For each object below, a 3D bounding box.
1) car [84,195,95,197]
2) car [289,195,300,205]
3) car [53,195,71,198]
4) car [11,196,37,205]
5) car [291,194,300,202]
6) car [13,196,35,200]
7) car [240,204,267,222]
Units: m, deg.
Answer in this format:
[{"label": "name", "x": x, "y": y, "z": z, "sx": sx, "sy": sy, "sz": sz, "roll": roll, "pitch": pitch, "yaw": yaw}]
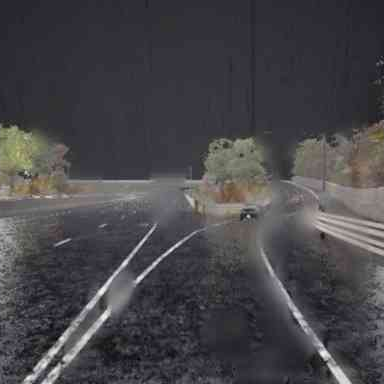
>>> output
[{"label": "car", "x": -23.079, "y": 1.354, "z": 75.358, "sx": 1.837, "sy": 1.490, "sz": 4.892, "roll": 0, "pitch": 0, "yaw": -2}, {"label": "car", "x": 20.976, "y": 1.990, "z": 68.113, "sx": 1.895, "sy": 1.301, "sz": 4.718, "roll": 0, "pitch": 3, "yaw": 19}, {"label": "car", "x": -22.673, "y": 1.438, "z": 59.864, "sx": 1.812, "sy": 1.442, "sz": 4.674, "roll": 0, "pitch": 0, "yaw": -1}, {"label": "car", "x": -29.647, "y": 1.427, "z": 58.801, "sx": 2.033, "sy": 1.411, "sz": 5.357, "roll": 0, "pitch": 0, "yaw": -1}, {"label": "car", "x": 24.200, "y": 1.350, "z": 77.616, "sx": 2.033, "sy": 1.411, "sz": 5.357, "roll": 0, "pitch": 4, "yaw": 17}, {"label": "car", "x": -22.302, "y": 1.395, "z": 43.635, "sx": 2.128, "sy": 1.511, "sz": 4.902, "roll": 0, "pitch": 0, "yaw": -1}, {"label": "car", "x": 5.833, "y": 1.943, "z": 31.451, "sx": 1.837, "sy": 1.490, "sz": 4.892, "roll": -1, "pitch": -2, "yaw": 21}]
